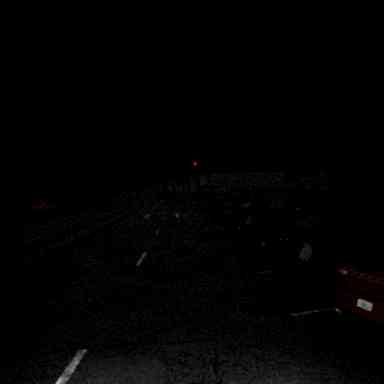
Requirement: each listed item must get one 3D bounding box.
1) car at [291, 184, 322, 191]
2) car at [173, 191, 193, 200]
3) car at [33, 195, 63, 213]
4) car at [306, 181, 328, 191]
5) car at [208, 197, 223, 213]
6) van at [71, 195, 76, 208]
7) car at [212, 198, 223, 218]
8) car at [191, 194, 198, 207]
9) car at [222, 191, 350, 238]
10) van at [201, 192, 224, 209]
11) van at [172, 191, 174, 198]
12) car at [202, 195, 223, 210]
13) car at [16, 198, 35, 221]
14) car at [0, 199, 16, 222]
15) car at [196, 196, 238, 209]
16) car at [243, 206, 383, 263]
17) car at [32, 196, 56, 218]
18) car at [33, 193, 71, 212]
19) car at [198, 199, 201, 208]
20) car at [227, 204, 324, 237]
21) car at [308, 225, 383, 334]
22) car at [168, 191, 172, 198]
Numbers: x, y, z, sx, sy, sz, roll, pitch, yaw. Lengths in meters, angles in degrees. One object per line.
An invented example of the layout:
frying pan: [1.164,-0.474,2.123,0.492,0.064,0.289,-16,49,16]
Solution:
car: [17.974,-0.123,53.626,2.002,1.452,4.674,-7,4,-29]
car: [-1.389,1.081,79.294,4.553,1.767,2.185,0,0,-29]
car: [-14.694,1.343,29.806,5.366,1.575,1.946,-1,1,-23]
car: [20.929,-0.705,54.092,2.435,2.045,5.566,-7,4,-29]
car: [3.997,1.356,26.662,4.674,1.452,2.002,1,0,-23]
van: [-14.843,1.083,35.836,4.442,1.987,1.878,-1,0,-24]
car: [4.160,1.375,23.642,4.674,1.452,2.002,1,1,-23]
car: [3.027,1.238,38.637,5.366,1.575,1.946,0,1,-25]
car: [4.499,1.139,14.570,5.566,2.045,2.435,1,1,-22]
van: [3.534,1.052,32.639,4.442,1.987,1.878,1,1,-24]
van: [-1.939,0.958,82.220,4.442,1.987,1.878,0,1,-30]
car: [3.835,1.299,29.676,4.892,1.521,2.231,1,1,-24]
car: [-14.171,1.416,23.968,4.674,1.452,2.002,-1,1,-23]
car: [-14.020,1.432,21.011,4.674,1.452,2.002,-1,1,-22]
car: [3.134,1.260,41.696,4.792,1.488,2.163,0,0,-25]
car: [4.611,1.409,11.565,5.008,1.535,2.097,1,1,-22]
car: [-14.174,1.353,27.002,5.366,1.575,1.946,-1,0,-23]
car: [-14.696,1.201,32.846,4.553,1.767,2.185,-1,1,-24]
car: [3.456,1.135,35.714,4.553,1.767,2.185,1,1,-24]
car: [4.414,1.411,17.610,4.674,1.452,2.002,1,0,-22]
car: [4.714,1.446,5.528,5.008,1.535,2.097,1,0,-21]
car: [-2.361,0.911,85.229,5.566,2.045,2.435,0,1,-30]
